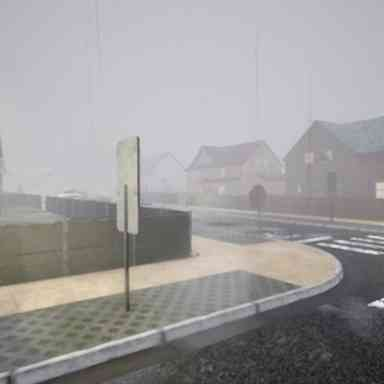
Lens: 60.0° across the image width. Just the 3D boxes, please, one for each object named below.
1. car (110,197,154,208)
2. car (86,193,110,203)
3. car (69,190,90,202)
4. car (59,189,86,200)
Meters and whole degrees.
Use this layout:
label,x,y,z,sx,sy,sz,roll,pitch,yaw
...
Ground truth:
label,x,y,z,sx,sy,sz,roll,pitch,yaw
car,-5.049,1.116,29.083,2.128,1.511,4.902,-1,1,-34
car,-12.388,0.972,45.007,1.994,1.385,4.181,-1,1,-34
car,-18.005,0.653,53.157,2.097,1.767,4.553,-1,1,-34
car,-17.334,0.596,47.279,2.150,2.045,5.566,-1,1,-34
